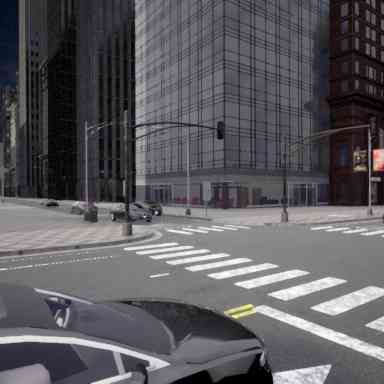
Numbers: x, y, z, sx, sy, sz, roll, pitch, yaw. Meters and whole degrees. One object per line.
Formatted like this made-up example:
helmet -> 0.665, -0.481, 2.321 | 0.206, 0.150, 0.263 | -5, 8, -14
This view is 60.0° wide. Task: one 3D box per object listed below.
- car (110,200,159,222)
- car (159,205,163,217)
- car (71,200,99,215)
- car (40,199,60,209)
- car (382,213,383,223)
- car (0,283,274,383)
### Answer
car -> -4.789, 1.554, 25.796 | 1.837, 1.490, 4.892 | 0, 0, -35
car -> -4.505, 1.545, 30.918 | 1.837, 1.490, 4.892 | 0, 0, -35
car -> -11.377, 1.600, 35.100 | 1.812, 1.442, 4.674 | 0, 0, -35
car -> -20.643, 1.714, 48.234 | 1.895, 1.301, 4.718 | 0, 0, -35
car -> 14.785, 1.357, 22.382 | 4.553, 1.767, 2.097 | 0, 0, -36
car -> -1.464, 1.491, 2.395 | 4.902, 1.511, 2.128 | 0, 0, -36
